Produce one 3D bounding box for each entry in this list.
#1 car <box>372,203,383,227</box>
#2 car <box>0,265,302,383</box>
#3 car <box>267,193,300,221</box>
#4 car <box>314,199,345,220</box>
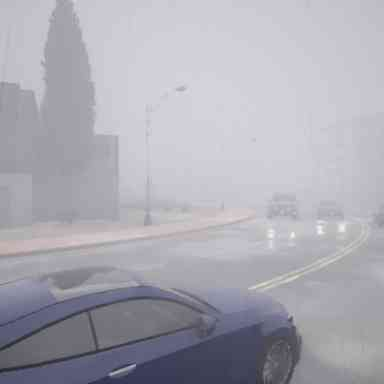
[{"bbox_3d":[12.873,1.426,21.417,1.994,1.385,4.181,0,0,24],"label":"car"},{"bbox_3d":[-0.840,1.524,3.371,4.674,1.442,1.812,0,0,-38],"label":"car"},{"bbox_3d":[7.369,1.105,26.615,2.150,2.045,5.566,0,0,19],"label":"car"},{"bbox_3d":[11.010,1.365,26.826,1.837,1.490,4.892,0,0,16],"label":"car"}]
